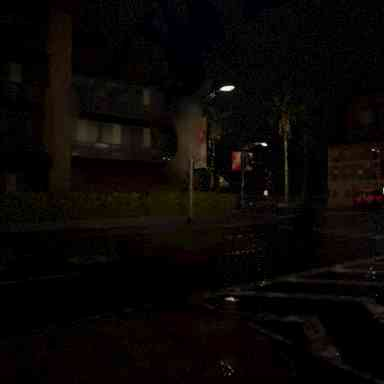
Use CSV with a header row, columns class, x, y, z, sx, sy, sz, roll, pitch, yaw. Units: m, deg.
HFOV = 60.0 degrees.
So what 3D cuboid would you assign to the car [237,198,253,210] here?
class,x,y,z,sx,sy,sz,roll,pitch,yaw
car,6.516,1.633,47.430,2.097,1.767,4.553,1,0,-35
